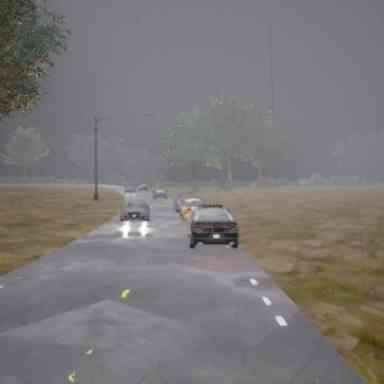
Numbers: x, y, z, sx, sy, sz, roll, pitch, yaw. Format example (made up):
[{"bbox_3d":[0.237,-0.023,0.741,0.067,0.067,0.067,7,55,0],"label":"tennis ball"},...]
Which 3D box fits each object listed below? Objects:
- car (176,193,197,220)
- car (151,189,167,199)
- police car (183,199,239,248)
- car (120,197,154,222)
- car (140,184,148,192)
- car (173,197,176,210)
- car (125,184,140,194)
[{"bbox_3d":[0.048,1.148,24.589,1.801,1.575,5.366,-2,3,-5],"label":"car"},{"bbox_3d":[-4.839,0.290,49.717,1.812,1.442,4.674,0,3,-14],"label":"car"},{"bbox_3d":[0.767,1.330,14.431,1.930,1.638,5.238,0,1,-2],"label":"police car"},{"bbox_3d":[-3.934,1.294,23.612,1.994,1.385,4.181,0,1,-6],"label":"car"},{"bbox_3d":[-10.431,-0.885,69.807,1.837,1.490,4.892,0,3,-20],"label":"car"},{"bbox_3d":[-0.571,0.855,30.410,2.097,1.767,4.553,-1,1,-7],"label":"car"},{"bbox_3d":[-12.102,-0.493,65.006,2.033,1.411,5.357,0,3,-17],"label":"car"}]
